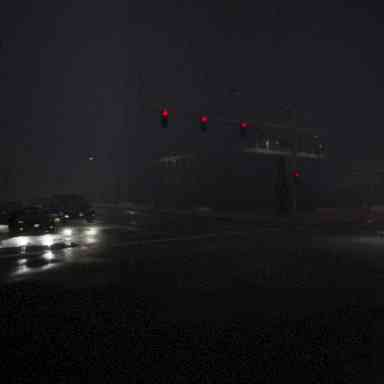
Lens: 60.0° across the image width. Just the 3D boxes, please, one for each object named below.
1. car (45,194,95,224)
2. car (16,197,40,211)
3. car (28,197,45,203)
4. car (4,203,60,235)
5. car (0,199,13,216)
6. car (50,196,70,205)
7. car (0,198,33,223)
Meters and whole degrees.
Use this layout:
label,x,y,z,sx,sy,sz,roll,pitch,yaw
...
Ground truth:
label,x,y,z,sx,sy,sz,roll,pitch,yaw
car,-9.103,1.203,24.926,2.150,2.045,5.566,0,0,-35
car,-20.328,1.467,41.094,1.882,1.535,5.008,0,0,-35
car,-14.607,1.337,32.842,2.097,1.767,4.553,0,0,-35
car,-9.168,1.559,18.880,1.994,1.385,4.181,0,0,-35
car,-19.465,1.529,33.718,1.812,1.442,4.674,0,0,-35
car,-22.689,1.440,57.067,1.882,1.535,5.008,0,0,-36
car,-14.156,1.477,26.062,1.882,1.535,5.008,0,0,-35
